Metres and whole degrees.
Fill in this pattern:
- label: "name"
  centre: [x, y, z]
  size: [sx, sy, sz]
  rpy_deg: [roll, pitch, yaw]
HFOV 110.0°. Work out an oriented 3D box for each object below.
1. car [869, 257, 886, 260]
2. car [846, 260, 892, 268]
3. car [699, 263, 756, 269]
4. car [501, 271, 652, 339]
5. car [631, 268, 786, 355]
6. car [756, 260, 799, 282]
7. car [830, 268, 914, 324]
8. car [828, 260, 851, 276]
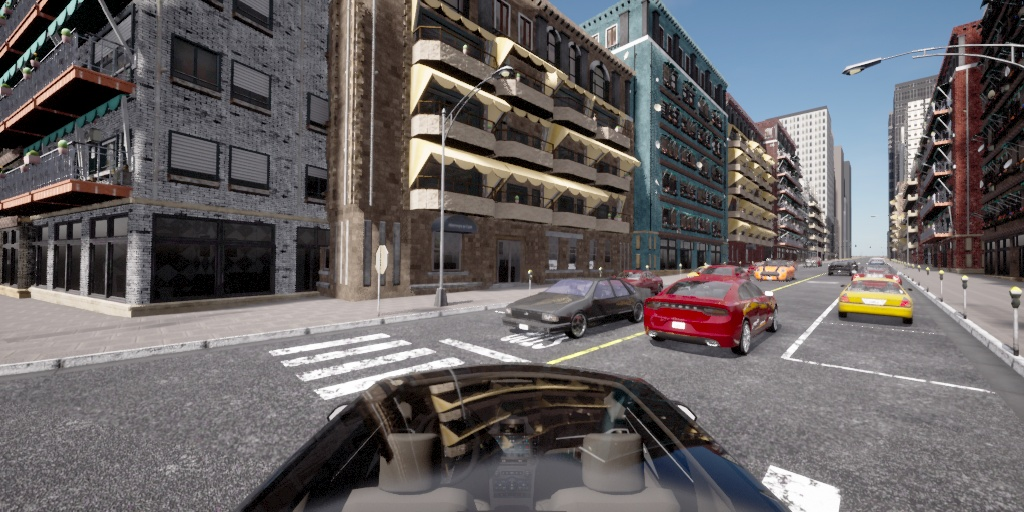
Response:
- label: "car"
  centre: [43.623, 1.213, 42.849]
  size: [4.097, 1.591, 1.967]
  rpy_deg: [0, 0, -44]
- label: "car"
  centre: [19.870, 1.204, 19.590]
  size: [4.097, 1.591, 1.967]
  rpy_deg: [0, 0, -44]
- label: "car"
  centre: [11.253, 1.250, 19.259]
  size: [5.008, 1.535, 1.882]
  rpy_deg: [0, 0, -44]
- label: "car"
  centre: [2.208, 1.311, 10.431]
  size: [5.357, 1.411, 2.033]
  rpy_deg: [0, 0, -44]
- label: "car"
  centre: [5.094, 1.235, 8.891]
  size: [5.008, 1.535, 1.882]
  rpy_deg: [0, 0, -44]
- label: "car"
  centre: [21.505, 1.133, 29.263]
  size: [4.553, 1.767, 2.097]
  rpy_deg: [0, 0, -44]
- label: "car"
  centre: [12.073, 1.283, 11.957]
  size: [4.829, 1.417, 1.751]
  rpy_deg: [0, 0, -44]
- label: "car"
  centre: [34.239, 1.282, 37.300]
  size: [4.892, 1.490, 1.837]
  rpy_deg: [0, 0, -45]
